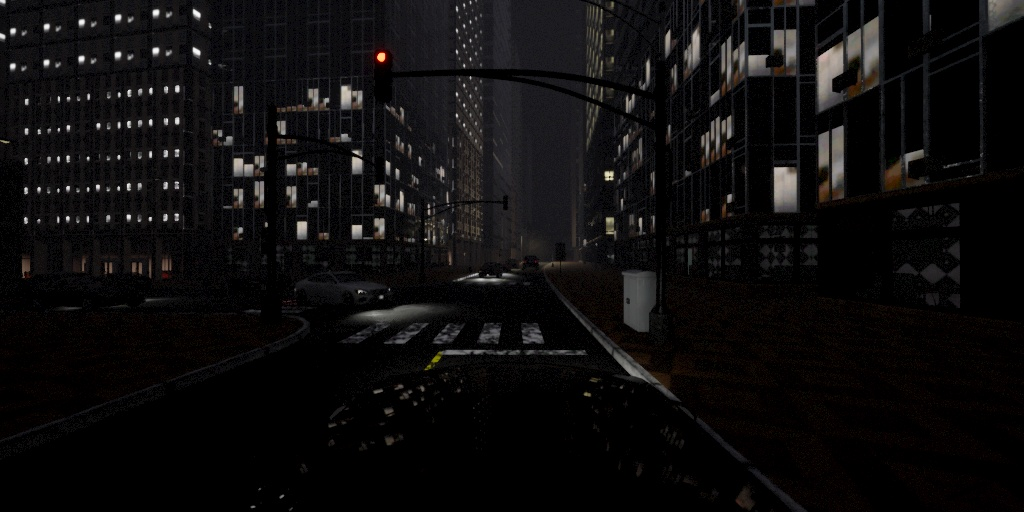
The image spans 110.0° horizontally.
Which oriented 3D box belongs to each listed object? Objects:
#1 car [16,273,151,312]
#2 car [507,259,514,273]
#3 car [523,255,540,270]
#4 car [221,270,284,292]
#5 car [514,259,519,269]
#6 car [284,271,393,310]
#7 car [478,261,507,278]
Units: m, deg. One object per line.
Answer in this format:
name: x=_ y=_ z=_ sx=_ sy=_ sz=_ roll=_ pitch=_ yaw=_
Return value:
car: x=-18.130 y=1.567 z=15.327 sx=4.403 sy=1.370 sz=2.007 roll=0 pitch=0 yaw=9
car: x=-1.162 y=1.322 z=44.264 sx=1.895 sy=1.301 sz=4.718 roll=0 pitch=0 yaw=5
car: x=2.843 y=0.927 z=52.621 sx=2.150 sy=2.045 sz=5.566 roll=0 pitch=0 yaw=6
car: x=-16.819 y=1.609 z=23.605 sx=4.403 sy=1.370 sz=2.007 roll=0 pitch=0 yaw=9
car: x=-0.015 y=1.180 z=55.741 sx=1.882 sy=1.535 sz=5.008 roll=0 pitch=0 yaw=7
car: x=-7.161 y=1.361 z=15.051 sx=4.674 sy=1.442 sz=1.812 roll=-1 pitch=-1 yaw=27
car: x=-1.946 y=1.281 z=34.256 sx=2.033 sy=1.411 sz=5.357 roll=0 pitch=0 yaw=4
